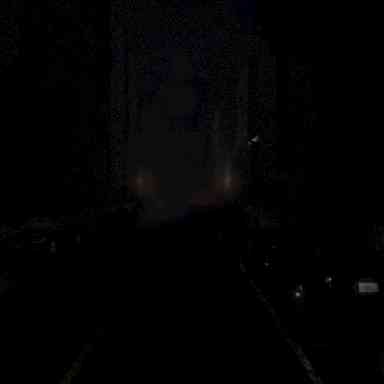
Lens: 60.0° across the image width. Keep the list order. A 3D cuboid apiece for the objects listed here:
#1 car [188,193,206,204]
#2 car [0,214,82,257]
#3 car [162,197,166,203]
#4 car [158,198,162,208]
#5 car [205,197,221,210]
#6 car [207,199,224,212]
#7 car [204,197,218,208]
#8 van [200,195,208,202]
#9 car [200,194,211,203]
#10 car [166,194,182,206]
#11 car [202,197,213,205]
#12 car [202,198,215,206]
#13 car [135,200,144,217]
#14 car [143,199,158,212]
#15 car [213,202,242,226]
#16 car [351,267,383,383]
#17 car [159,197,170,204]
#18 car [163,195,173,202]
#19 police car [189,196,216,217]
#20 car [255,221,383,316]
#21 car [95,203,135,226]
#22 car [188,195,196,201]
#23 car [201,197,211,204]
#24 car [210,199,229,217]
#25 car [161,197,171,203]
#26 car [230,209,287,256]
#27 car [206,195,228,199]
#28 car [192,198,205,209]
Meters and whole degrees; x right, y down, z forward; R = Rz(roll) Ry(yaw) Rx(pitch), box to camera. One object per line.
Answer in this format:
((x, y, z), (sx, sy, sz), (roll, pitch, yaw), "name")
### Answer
((0.908, 1.316, 41.965), (2.150, 2.045, 5.566), (0, 0, 0), "car")
((-5.666, 1.582, 12.962), (2.008, 1.369, 4.403), (0, 0, 0), "car")
((-5.658, 1.680, 51.637), (1.947, 1.339, 4.313), (0, 0, 0), "car")
((-5.659, 1.668, 46.112), (1.947, 1.339, 4.313), (0, 0, 0), "car")
((2.867, 1.542, 46.125), (1.967, 1.590, 4.097), (0, 0, 0), "car")
((2.866, 1.616, 40.771), (1.752, 1.417, 4.829), (0, 0, 0), "car")
((2.868, 1.554, 51.648), (1.967, 1.590, 4.097), (0, 0, 0), "car")
((2.874, 1.513, 79.267), (1.690, 1.788, 3.998), (0, 0, 0), "van")
((2.873, 1.475, 73.743), (2.192, 1.841, 5.009), (0, 0, 0), "car")
((-3.032, 1.620, 59.091), (2.128, 1.511, 4.902), (0, 0, 1), "car")
((2.870, 1.688, 62.695), (2.008, 1.369, 4.403), (0, 0, 0), "car")
((2.869, 1.676, 57.172), (2.008, 1.369, 4.403), (0, 0, 0), "car")
((-5.663, 1.649, 29.537), (1.802, 1.307, 4.206), (0, 0, 0), "car")
((-5.660, 1.636, 40.587), (1.887, 1.381, 4.507), (0, 0, 0), "car")
((2.862, 1.621, 24.030), (1.947, 1.339, 4.313), (0, 0, 0), "car")
((2.858, 1.587, 1.935), (1.802, 1.307, 4.206), (0, 0, 0), "car")
((-5.655, 1.731, 68.213), (1.802, 1.307, 4.206), (0, 0, 0), "car")
((-5.652, 1.613, 79.263), (1.967, 1.590, 4.097), (0, 0, 0), "car")
((0.905, 1.498, 32.044), (1.930, 1.638, 5.238), (0, 0, 0), "police car")
((2.859, 1.584, 7.459), (1.947, 1.339, 4.313), (0, 0, 0), "car")
((-5.663, 1.600, 24.012), (1.887, 1.381, 4.507), (0, 0, 0), "car")
((0.016, 1.544, 83.058), (1.812, 1.442, 4.674), (0, 0, 0), "car")
((2.871, 1.714, 68.219), (1.947, 1.339, 4.313), (0, 0, 0), "car")
((2.864, 1.593, 29.724), (1.752, 1.417, 4.829), (0, 0, 0), "car")
((-5.654, 1.727, 73.738), (1.947, 1.339, 4.313), (0, 0, 0), "car")
((2.860, 1.581, 12.983), (2.008, 1.369, 4.403), (0, 0, 0), "car")
((2.865, 1.394, 35.078), (2.192, 1.841, 5.009), (0, 0, 0), "car")
((0.909, 1.632, 47.934), (1.812, 1.442, 4.674), (0, 0, 0), "car")
